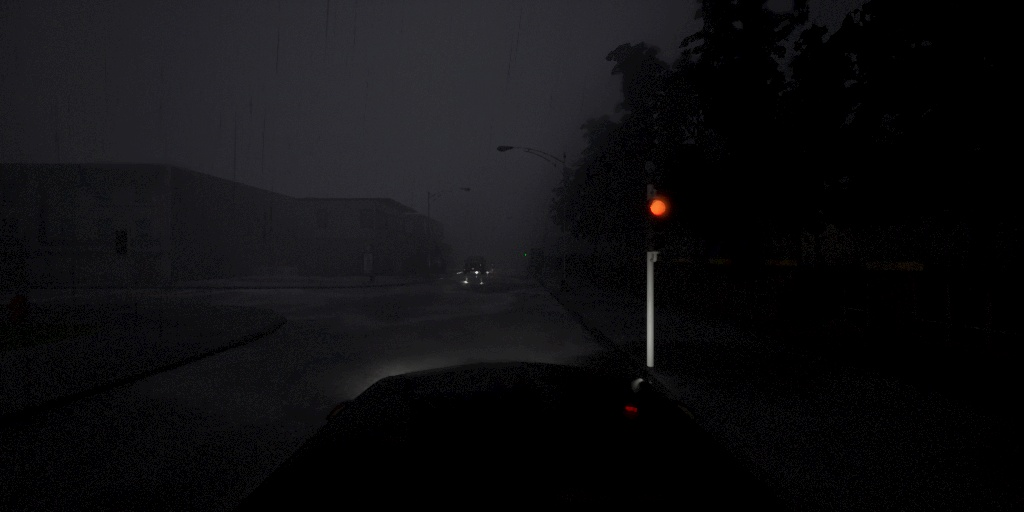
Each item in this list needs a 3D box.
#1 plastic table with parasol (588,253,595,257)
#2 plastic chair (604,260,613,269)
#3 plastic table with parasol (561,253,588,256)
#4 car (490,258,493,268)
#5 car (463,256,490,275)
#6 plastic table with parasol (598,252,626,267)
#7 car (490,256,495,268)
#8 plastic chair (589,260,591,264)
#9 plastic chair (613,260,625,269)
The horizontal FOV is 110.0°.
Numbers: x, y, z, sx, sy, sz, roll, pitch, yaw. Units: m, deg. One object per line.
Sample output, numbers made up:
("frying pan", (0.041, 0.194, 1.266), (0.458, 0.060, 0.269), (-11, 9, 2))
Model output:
("plastic table with parasol", (14.718, 0.673, 63.308), (2.482, 2.480, 2.482), (0, 0, -42))
("plastic chair", (14.359, 1.306, 54.193), (0.730, 1.272, 0.750), (0, 0, -35))
("plastic table with parasol", (10.016, 0.684, 57.837), (2.482, 2.480, 2.482), (0, 0, -40))
("car", (-4.056, 1.351, 50.331), (1.895, 1.301, 4.718), (0, 0, 0))
("car", (-4.070, 0.971, 40.154), (2.150, 2.045, 5.566), (0, 0, 0))
("plastic table with parasol", (15.334, 0.694, 55.094), (2.482, 2.480, 2.482), (0, 0, -40))
("car", (-4.027, 0.968, 60.518), (2.150, 2.045, 5.566), (0, 0, 1))
("plastic chair", (13.765, 1.304, 62.421), (0.730, 1.272, 0.750), (0, 0, -35))
("plastic chair", (16.066, 1.296, 54.095), (0.750, 1.272, 0.730), (0, 0, -40))
